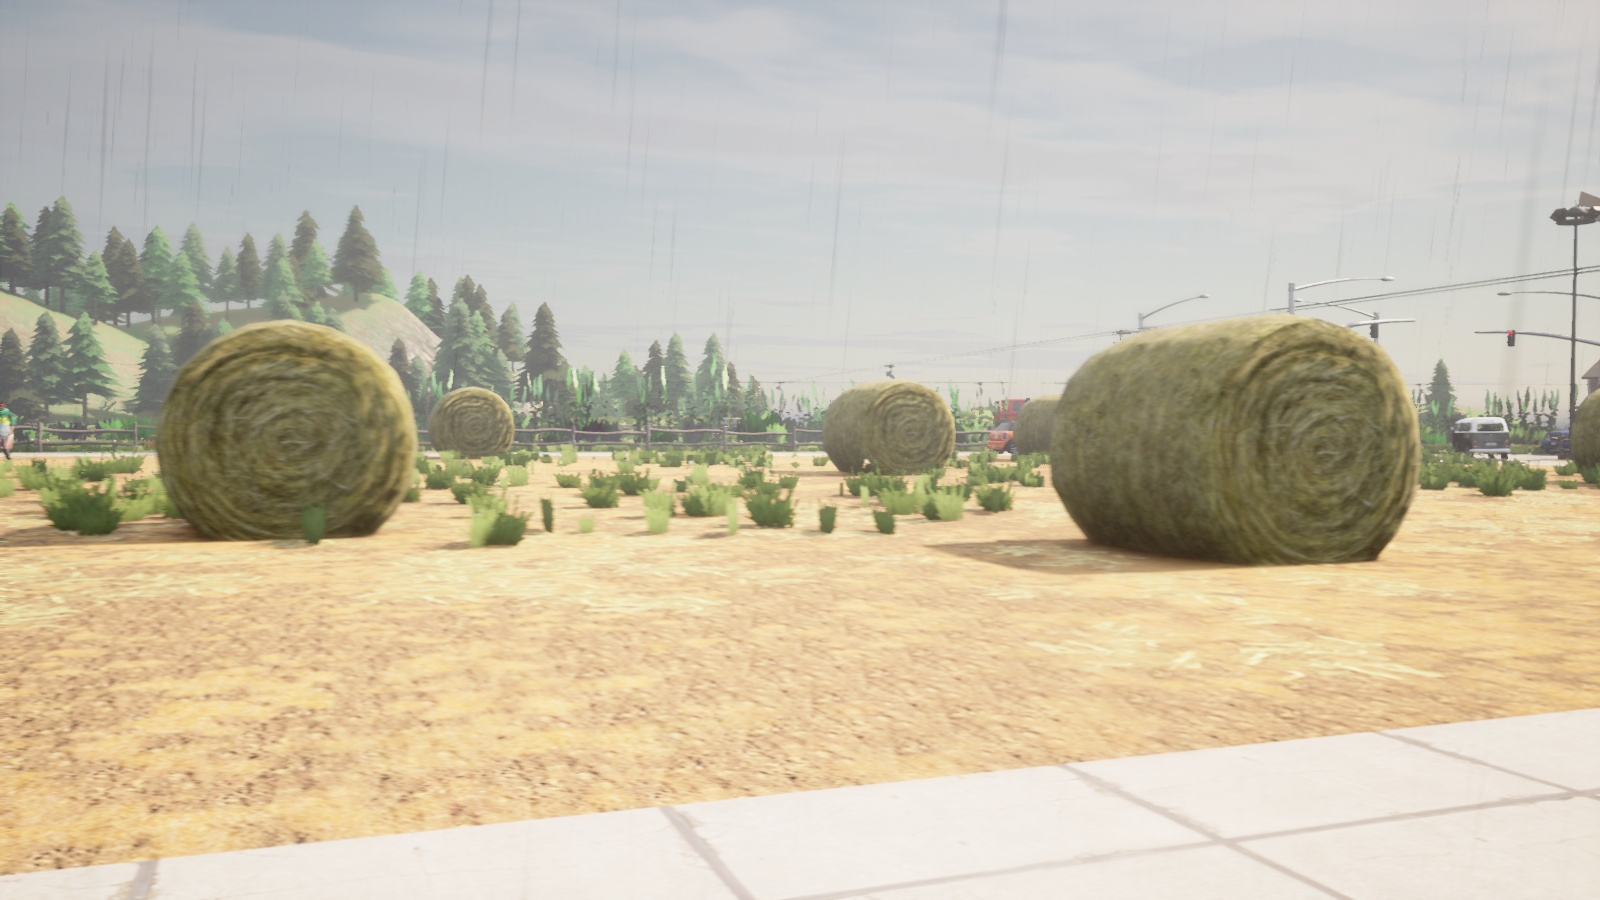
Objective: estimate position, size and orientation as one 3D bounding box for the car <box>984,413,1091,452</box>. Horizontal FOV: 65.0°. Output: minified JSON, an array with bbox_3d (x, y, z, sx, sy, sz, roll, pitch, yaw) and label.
[{"bbox_3d":[11.427,-0.853,60.474,4.553,1.767,2.097,-1,1,-17],"label":"car"}]

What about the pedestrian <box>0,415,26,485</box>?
[{"bbox_3d":[-22.466,-0.013,35.462,0.659,1.952,0.873,-1,1,-7],"label":"pedestrian"}]

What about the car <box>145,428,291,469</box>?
[{"bbox_3d":[-24.544,-0.086,53.154,5.366,1.575,1.801,-1,1,-17],"label":"car"}]

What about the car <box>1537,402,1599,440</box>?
[{"bbox_3d":[44.591,-1.671,70.845,5.566,2.045,2.150,-1,1,-20],"label":"car"}]

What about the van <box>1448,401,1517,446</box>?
[{"bbox_3d":[33.506,-1.305,61.771,2.069,2.038,4.480,-2,1,17],"label":"van"}]
